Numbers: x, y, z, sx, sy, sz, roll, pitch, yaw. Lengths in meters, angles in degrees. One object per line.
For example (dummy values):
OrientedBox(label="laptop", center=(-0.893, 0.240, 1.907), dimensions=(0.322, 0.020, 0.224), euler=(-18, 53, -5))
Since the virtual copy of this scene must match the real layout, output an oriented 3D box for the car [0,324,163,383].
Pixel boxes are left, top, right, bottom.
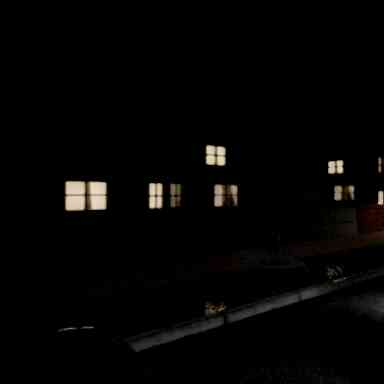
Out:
OrientedBox(label="car", center=(-2.548, 1.554, 1.255), dimensions=(5.357, 1.411, 2.033), euler=(0, 0, -35))
